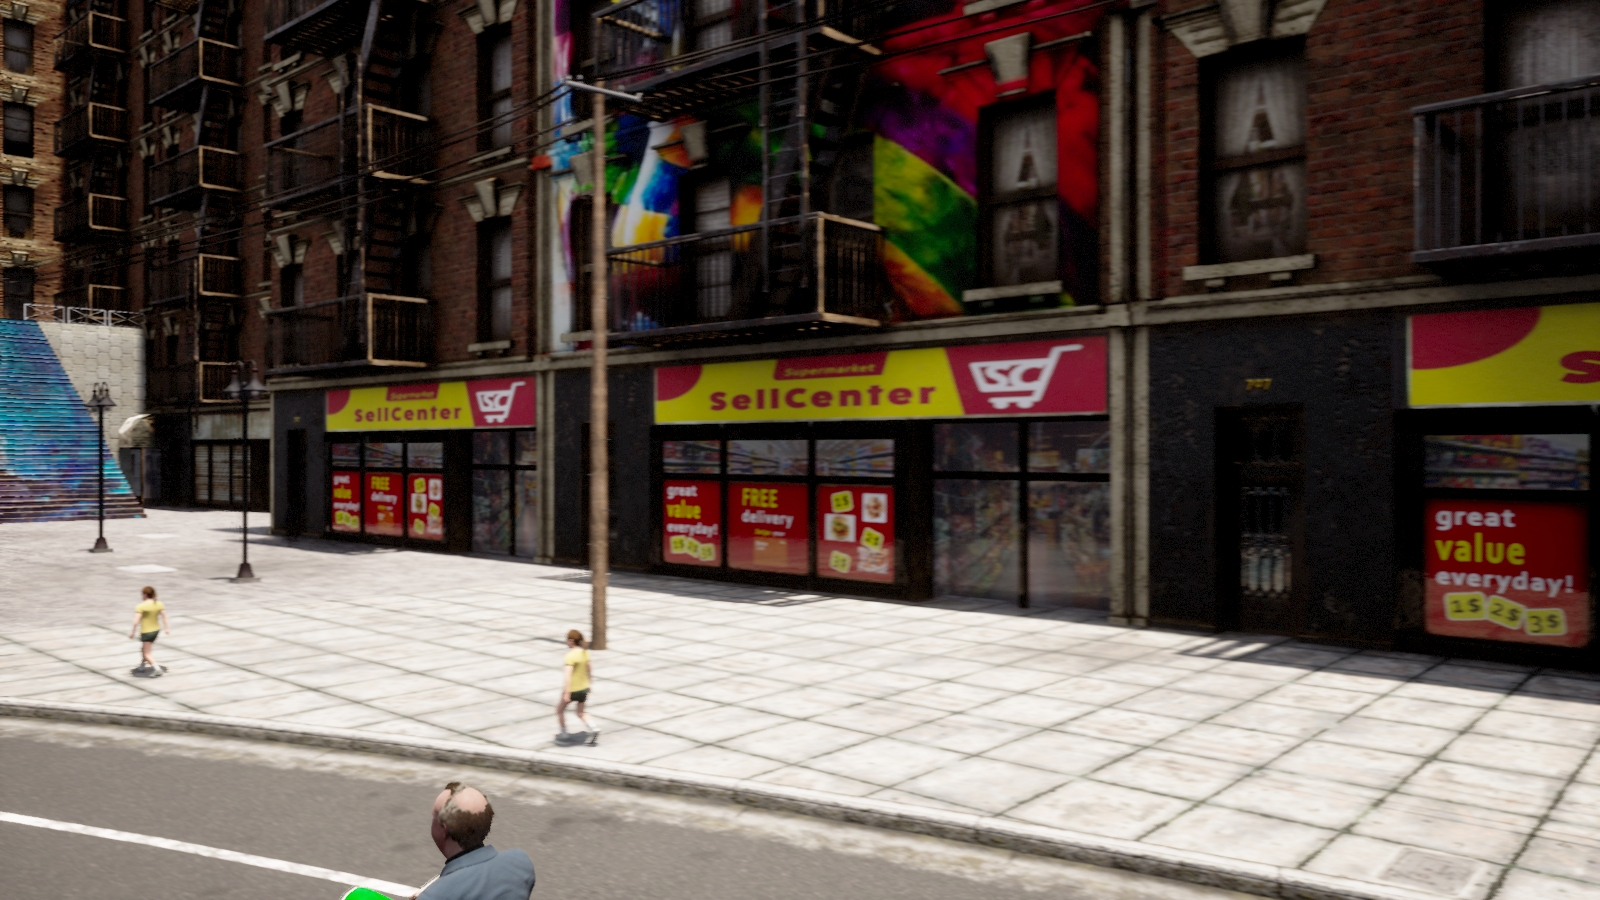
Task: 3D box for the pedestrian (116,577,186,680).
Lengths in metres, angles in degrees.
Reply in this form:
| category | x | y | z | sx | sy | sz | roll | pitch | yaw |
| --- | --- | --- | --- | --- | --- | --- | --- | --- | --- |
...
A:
| category | x | y | z | sx | sy | sz | roll | pitch | yaw |
| --- | --- | --- | --- | --- | --- | --- | --- | --- | --- |
| pedestrian | -7.594 | 2.074 | 13.377 | 0.500 | 1.100 | 0.500 | 0 | 0 | 20 |

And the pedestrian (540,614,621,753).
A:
| category | x | y | z | sx | sy | sz | roll | pitch | yaw |
| --- | --- | --- | --- | --- | --- | --- | --- | --- | --- |
| pedestrian | -1.964 | 2.074 | 10.238 | 0.500 | 1.100 | 0.500 | 0 | 0 | 36 |

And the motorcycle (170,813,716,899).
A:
| category | x | y | z | sx | sy | sz | roll | pitch | yaw |
| --- | --- | --- | --- | --- | --- | --- | --- | --- | --- |
| motorcycle | -1.296 | 2.181 | 4.108 | 1.805 | 1.236 | 0.856 | 0 | 0 | 28 |
